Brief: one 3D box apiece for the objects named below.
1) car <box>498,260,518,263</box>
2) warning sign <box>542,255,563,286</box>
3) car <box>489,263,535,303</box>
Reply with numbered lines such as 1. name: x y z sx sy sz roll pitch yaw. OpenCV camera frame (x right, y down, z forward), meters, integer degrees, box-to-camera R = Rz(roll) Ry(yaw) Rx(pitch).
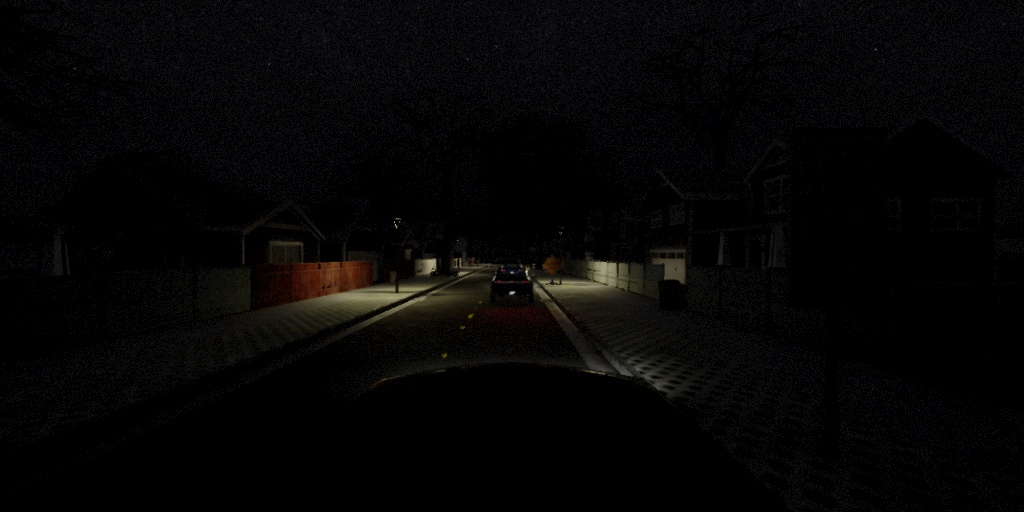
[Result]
1. car: 0.000 1.327 31.502 1.994 1.385 4.181 0 0 0
2. warning sign: 2.517 0.865 22.414 1.300 1.860 1.060 0 0 0
3. car: 0.000 1.245 16.501 2.128 1.511 4.902 0 0 0
